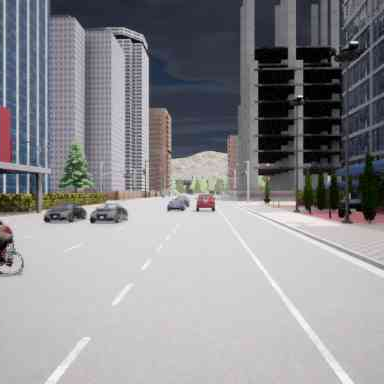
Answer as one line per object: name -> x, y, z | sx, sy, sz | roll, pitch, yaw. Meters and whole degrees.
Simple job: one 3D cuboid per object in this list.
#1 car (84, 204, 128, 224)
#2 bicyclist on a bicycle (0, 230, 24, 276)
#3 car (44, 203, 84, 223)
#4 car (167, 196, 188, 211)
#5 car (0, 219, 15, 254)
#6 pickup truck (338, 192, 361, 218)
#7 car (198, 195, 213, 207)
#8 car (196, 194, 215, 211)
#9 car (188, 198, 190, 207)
car -> -6.095, 1.564, 24.778 | 1.994, 1.385, 4.181 | 0, 0, 3
bicyclist on a bicycle -> -5.329, 1.463, 8.744 | 1.656, 1.620, 0.582 | 1, 5, -16
car -> -9.568, 1.564, 25.416 | 1.994, 1.385, 4.181 | 0, 0, 3
car -> -1.858, 1.564, 40.291 | 1.994, 1.385, 4.181 | 0, 0, 2
car -> -6.847, 1.348, 8.904 | 2.097, 1.767, 4.553 | 0, 0, 2
pickup truck -> 14.200, 1.059, 28.443 | 2.390, 2.098, 6.274 | 0, 0, 33
car -> 2.046, 1.352, 50.475 | 2.097, 1.767, 4.553 | 0, 0, 2
car -> 1.631, 1.221, 39.911 | 2.150, 2.045, 5.566 | 0, 0, 2
car -> -1.463, 1.352, 50.282 | 2.097, 1.767, 4.553 | 0, 0, 2
